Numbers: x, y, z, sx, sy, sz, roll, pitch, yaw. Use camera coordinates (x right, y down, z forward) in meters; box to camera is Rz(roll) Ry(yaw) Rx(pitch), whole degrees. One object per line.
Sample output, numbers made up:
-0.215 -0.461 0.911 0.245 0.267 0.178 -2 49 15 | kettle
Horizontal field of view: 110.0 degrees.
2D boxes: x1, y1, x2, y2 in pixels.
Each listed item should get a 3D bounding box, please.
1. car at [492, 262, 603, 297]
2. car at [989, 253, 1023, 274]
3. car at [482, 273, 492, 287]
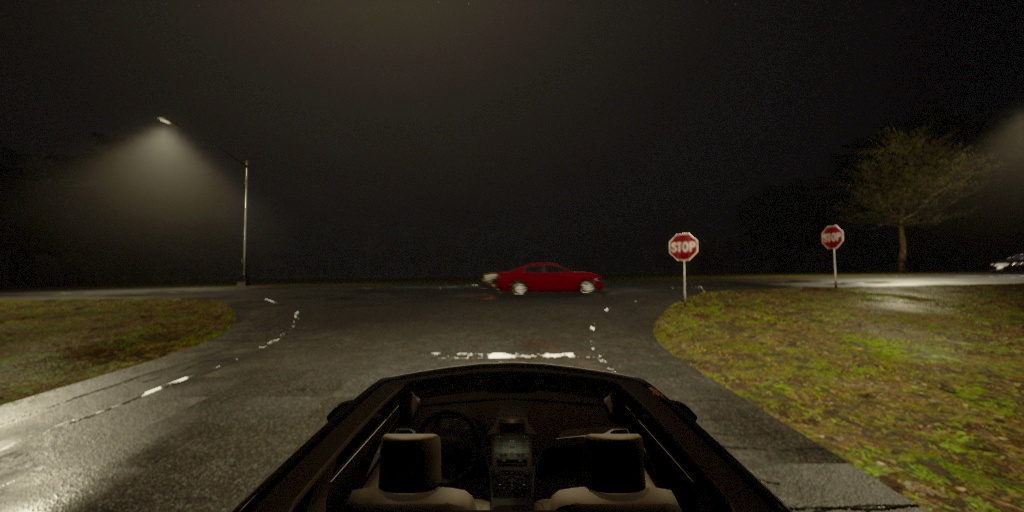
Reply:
1.711 1.043 16.886 5.008 1.535 1.882 -1 -1 -1 | car
36.236 0.503 24.866 4.902 1.511 2.128 -1 -3 -2 | car
0.362 1.339 23.862 4.718 1.301 1.895 -2 -1 -1 | car
